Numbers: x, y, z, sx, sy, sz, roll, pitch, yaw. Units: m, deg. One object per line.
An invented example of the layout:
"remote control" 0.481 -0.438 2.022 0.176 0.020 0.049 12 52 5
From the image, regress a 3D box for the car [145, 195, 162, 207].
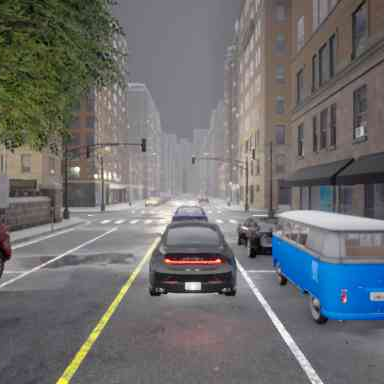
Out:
"car" -6.033 1.492 50.286 1.752 1.417 4.829 0 0 0

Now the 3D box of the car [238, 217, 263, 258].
"car" 2.769 1.561 12.531 1.947 1.339 4.313 0 0 0

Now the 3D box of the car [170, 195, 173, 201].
"car" -6.235 1.513 77.709 2.008 1.369 4.403 0 0 0

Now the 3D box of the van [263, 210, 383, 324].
"van" 2.810 1.339 6.871 1.690 1.788 3.998 0 0 0

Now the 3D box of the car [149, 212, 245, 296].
"car" 0.012 1.502 8.614 1.837 1.490 4.892 0 0 0

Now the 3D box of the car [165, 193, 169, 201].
"car" -6.155 1.506 66.808 1.887 1.381 4.507 0 0 0

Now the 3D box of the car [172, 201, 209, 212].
"car" -0.096 1.470 18.109 1.882 1.535 5.008 0 0 0

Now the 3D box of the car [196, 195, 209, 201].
"car" 2.369 1.401 66.906 1.967 1.590 4.097 0 0 0

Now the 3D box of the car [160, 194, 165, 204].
"car" -6.075 1.514 55.906 2.008 1.369 4.403 0 0 0

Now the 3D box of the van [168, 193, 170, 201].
"van" -6.195 1.303 72.258 1.690 1.788 3.998 0 0 0

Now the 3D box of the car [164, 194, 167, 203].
"car" -6.115 1.507 61.357 1.887 1.381 4.507 0 0 0

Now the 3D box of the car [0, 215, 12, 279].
"car" -5.714 1.313 6.768 2.192 1.841 5.009 0 0 0
